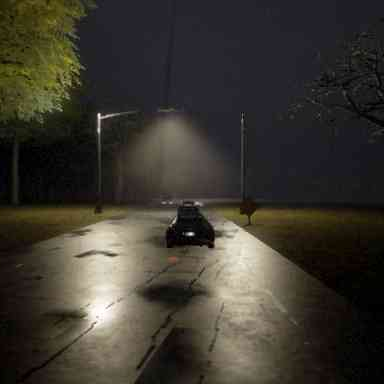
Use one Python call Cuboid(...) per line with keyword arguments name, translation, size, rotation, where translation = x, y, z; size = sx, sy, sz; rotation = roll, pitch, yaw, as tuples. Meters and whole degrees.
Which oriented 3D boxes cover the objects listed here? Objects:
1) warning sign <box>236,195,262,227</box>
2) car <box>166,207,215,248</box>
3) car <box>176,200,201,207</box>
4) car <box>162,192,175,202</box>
Cuboid(name="warning sign", translation=(3.383, 1.118, 19.774), size=(1.300, 1.860, 1.060), rotation=(-2, -1, -1))
Cuboid(name="car", translation=(-0.079, 1.575, 14.686), size=(1.994, 1.385, 4.181), rotation=(0, 0, -1))
Cuboid(name="car", translation=(-0.318, 1.517, 29.709), size=(1.837, 1.490, 4.892), rotation=(0, 0, -1))
Cuboid(name="car", translation=(-5.555, 1.103, 75.784), size=(2.150, 2.045, 5.566), rotation=(0, 0, -3))
